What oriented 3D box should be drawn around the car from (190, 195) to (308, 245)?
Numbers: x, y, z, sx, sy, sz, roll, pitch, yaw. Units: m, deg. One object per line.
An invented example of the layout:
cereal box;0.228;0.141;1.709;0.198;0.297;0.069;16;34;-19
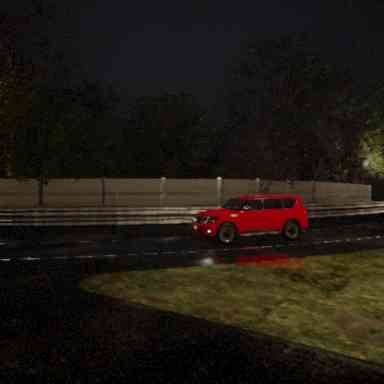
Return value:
car;2.706;1.168;15.414;5.566;2.045;2.150;0;0;-21
